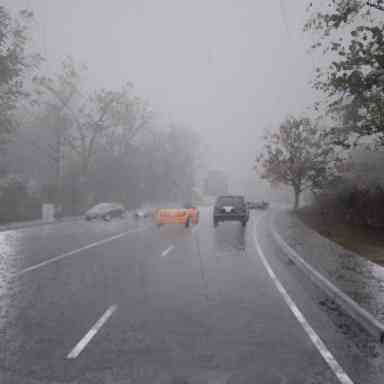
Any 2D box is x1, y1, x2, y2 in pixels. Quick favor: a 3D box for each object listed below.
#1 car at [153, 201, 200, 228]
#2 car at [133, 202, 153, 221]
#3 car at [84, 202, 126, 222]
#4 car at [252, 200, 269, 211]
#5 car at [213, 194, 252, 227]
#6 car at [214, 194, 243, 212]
[{"bbox_3d":[-0.823,1.399,22.790,2.097,1.767,4.553,-1,0,11],"label":"car"},{"bbox_3d":[-3.380,1.593,28.305,2.128,1.511,4.902,-1,0,14],"label":"car"},{"bbox_3d":[-7.104,1.641,27.721,1.837,1.490,4.892,-1,-1,13],"label":"car"},{"bbox_3d":[8.319,1.595,41.178,1.895,1.301,4.718,-1,0,22],"label":"car"},{"bbox_3d":[2.833,1.236,23.354,2.150,2.045,5.566,-1,0,12],"label":"car"},{"bbox_3d":[4.689,1.288,41.512,2.150,2.045,5.566,-1,0,21],"label":"car"}]
